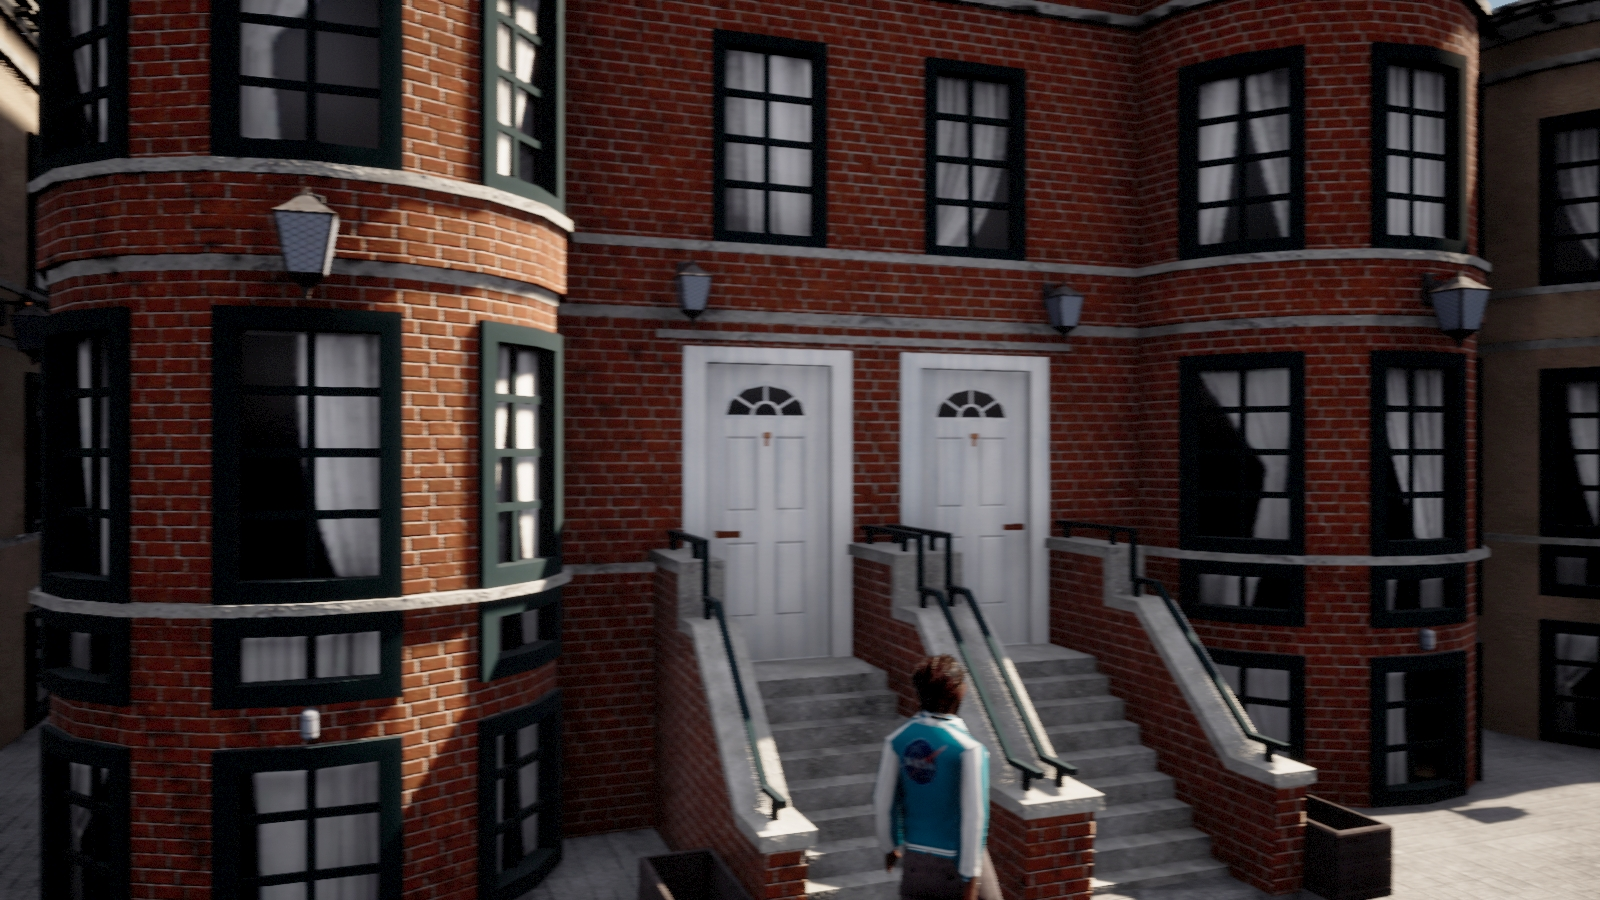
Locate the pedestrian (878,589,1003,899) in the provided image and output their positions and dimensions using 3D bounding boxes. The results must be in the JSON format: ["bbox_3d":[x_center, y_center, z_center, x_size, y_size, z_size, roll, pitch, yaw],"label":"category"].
[{"bbox_3d":[0.574,1.525,4.648,0.375,1.860,0.375,0,0,35],"label":"pedestrian"}]
